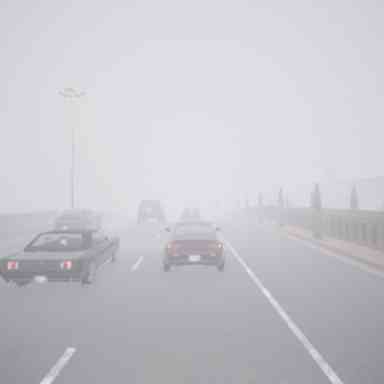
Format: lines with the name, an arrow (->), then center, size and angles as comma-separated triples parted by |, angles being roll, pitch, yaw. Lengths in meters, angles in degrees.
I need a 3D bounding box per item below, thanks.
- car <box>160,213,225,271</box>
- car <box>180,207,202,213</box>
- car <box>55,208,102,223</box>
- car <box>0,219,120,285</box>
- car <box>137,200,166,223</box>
car -> 0.046, 1.649, 11.308 | 1.812, 1.442, 4.674 | 0, -1, 0
car -> -0.081, 1.994, 28.685 | 2.033, 1.411, 5.357 | 0, -2, 0
car -> -7.029, 1.764, 21.049 | 1.837, 1.490, 4.892 | 0, 0, 0
car -> -3.451, 1.721, 9.790 | 1.895, 1.301, 4.718 | 0, -1, 0
car -> -3.593, 1.752, 30.250 | 2.150, 2.045, 5.566 | 0, -3, 0
